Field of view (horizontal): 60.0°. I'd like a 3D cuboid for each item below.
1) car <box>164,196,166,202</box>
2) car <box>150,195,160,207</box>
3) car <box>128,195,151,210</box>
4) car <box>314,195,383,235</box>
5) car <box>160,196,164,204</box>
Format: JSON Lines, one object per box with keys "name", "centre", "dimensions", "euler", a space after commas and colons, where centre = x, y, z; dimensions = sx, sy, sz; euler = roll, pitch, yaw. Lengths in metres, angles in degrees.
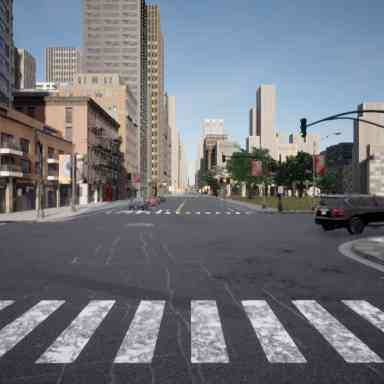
{"name": "car", "centre": [-6.520, 1.501, 69.779], "dimensions": [1.895, 1.301, 4.718], "euler": [0, 0, 0]}
{"name": "car", "centre": [-6.616, 1.294, 50.596], "dimensions": [2.097, 1.767, 4.553], "euler": [0, 0, 0]}
{"name": "car", "centre": [-6.637, 1.483, 41.544], "dimensions": [1.812, 1.442, 4.674], "euler": [0, 0, 0]}
{"name": "car", "centre": [9.424, 1.160, 18.310], "dimensions": [5.566, 2.045, 2.150], "euler": [-1, 0, -19]}
{"name": "car", "centre": [-6.599, 1.491, 59.647], "dimensions": [1.994, 1.385, 4.181], "euler": [0, 0, 0]}
